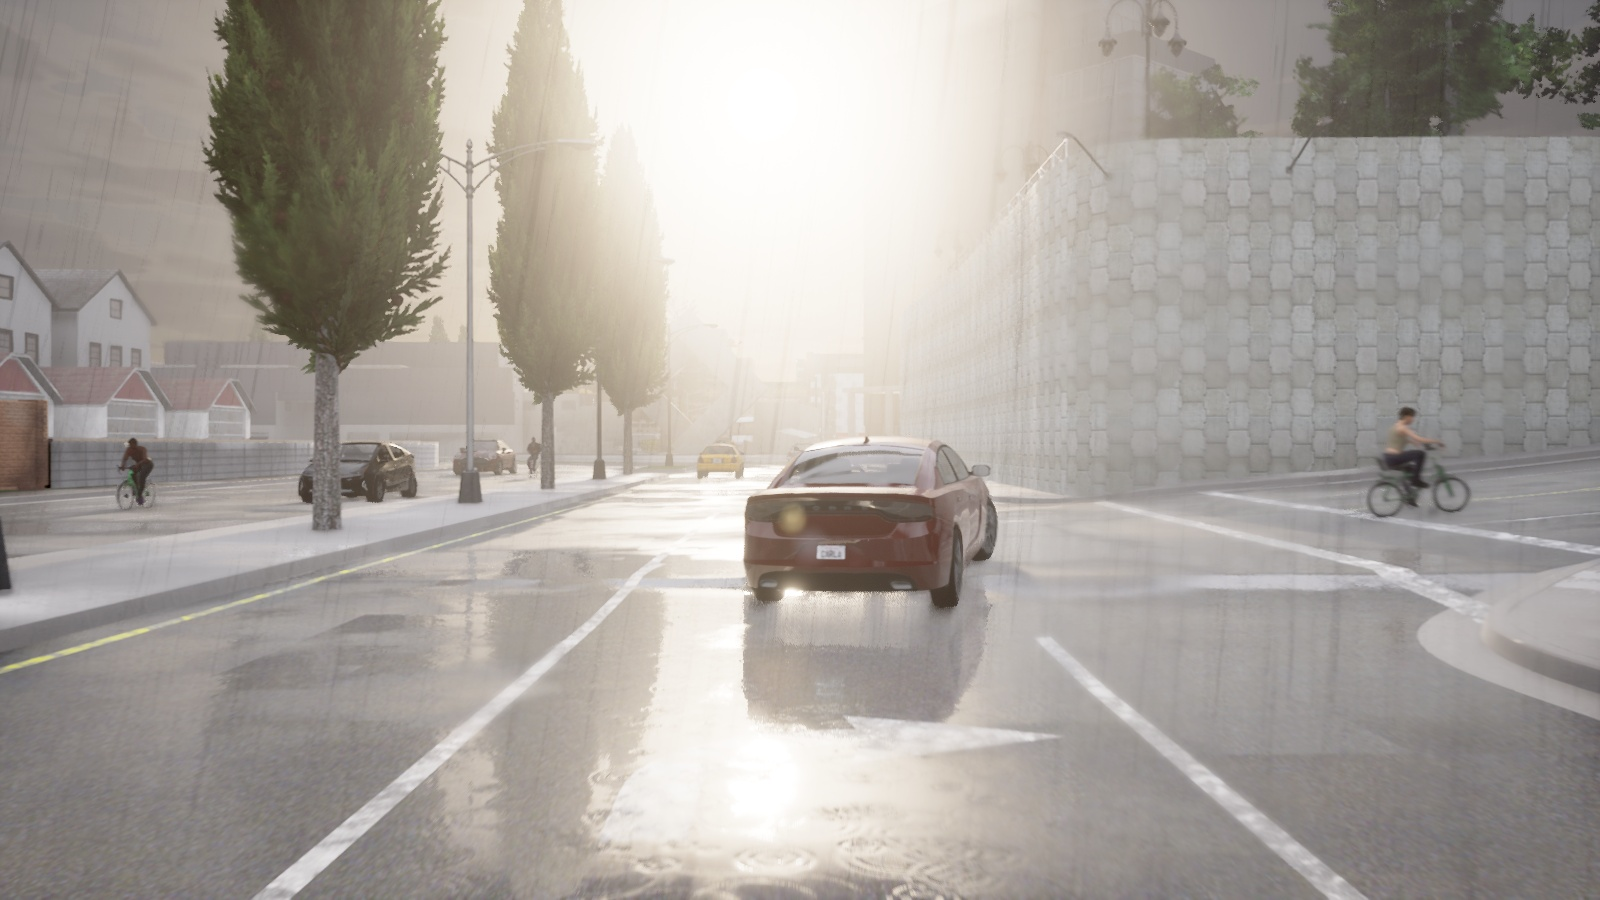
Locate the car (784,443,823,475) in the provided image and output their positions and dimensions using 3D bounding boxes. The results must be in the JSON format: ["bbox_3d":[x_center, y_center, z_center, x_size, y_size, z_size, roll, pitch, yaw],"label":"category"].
[{"bbox_3d":[0.178,0.398,60.749,1.845,1.501,3.633,0,0,0],"label":"car"}]

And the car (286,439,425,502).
[{"bbox_3d":[-11.398,0.490,32.565,2.007,1.525,4.514,0,0,0],"label":"car"}]

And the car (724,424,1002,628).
[{"bbox_3d":[0.899,0.585,12.997,1.882,1.535,5.008,-1,3,14],"label":"car"}]

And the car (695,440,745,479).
[{"bbox_3d":[-3.344,0.365,53.290,1.801,1.575,5.366,0,0,0],"label":"car"}]

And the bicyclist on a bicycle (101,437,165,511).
[{"bbox_3d":[-14.965,0.520,28.205,0.582,1.620,1.656,0,1,-1],"label":"bicyclist on a bicycle"}]

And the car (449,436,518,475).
[{"bbox_3d":[-14.837,0.241,59.077,2.097,1.767,4.553,0,0,0],"label":"car"}]

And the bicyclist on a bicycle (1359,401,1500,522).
[{"bbox_3d":[9.150,0.168,18.310,1.509,1.612,0.866,-4,0,1],"label":"bicyclist on a bicycle"}]
